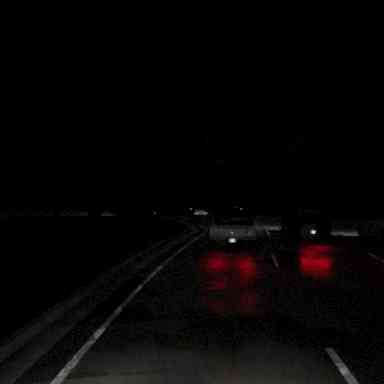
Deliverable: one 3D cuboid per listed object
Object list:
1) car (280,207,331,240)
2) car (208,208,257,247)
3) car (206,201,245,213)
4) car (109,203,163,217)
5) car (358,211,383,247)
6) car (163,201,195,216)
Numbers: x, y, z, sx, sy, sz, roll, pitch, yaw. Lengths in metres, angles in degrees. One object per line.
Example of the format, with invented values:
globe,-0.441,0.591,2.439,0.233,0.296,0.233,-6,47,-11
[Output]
car,5.821,1.548,17.421,1.837,1.490,4.892,0,0,8
car,1.978,1.637,15.380,1.895,1.301,4.718,0,0,10
car,3.380,1.642,34.059,4.181,1.385,1.994,0,0,44
car,-5.511,1.670,31.807,4.718,1.301,1.895,0,0,22
car,8.979,1.563,14.790,1.812,1.442,4.674,0,0,9
car,-1.820,1.639,33.668,4.181,1.385,1.994,0,0,32
